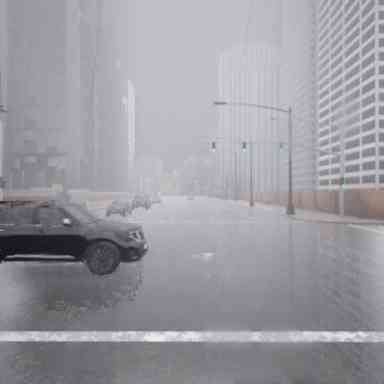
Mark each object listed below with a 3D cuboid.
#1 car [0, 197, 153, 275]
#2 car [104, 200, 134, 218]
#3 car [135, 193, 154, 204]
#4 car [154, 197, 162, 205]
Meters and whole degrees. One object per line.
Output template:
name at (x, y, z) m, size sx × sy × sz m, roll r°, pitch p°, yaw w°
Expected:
car at (-4.190, 1.287, 10.079) m, size 5.566 × 2.045 × 2.150 m, roll 0°, pitch 0°, yaw 0°
car at (-7.103, 1.627, 32.847) m, size 1.837 × 1.490 × 4.892 m, roll 0°, pitch 0°, yaw 1°
car at (-7.087, 1.397, 46.819) m, size 2.150 × 2.045 × 5.566 m, roll 0°, pitch 0°, yaw 0°
car at (-7.005, 1.753, 66.044) m, size 1.837 × 1.490 × 4.892 m, roll 0°, pitch -1°, yaw 0°
